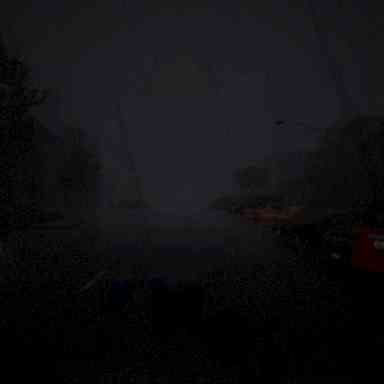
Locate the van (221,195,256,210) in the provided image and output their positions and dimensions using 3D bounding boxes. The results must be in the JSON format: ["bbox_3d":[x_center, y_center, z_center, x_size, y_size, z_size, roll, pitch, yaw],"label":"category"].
[{"bbox_3d":[6.456,1.486,46.033,4.442,1.987,1.878,1,-2,-20],"label":"van"}]

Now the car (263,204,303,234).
[{"bbox_3d":[6.381,1.539,16.655,4.792,1.488,2.163,1,0,-20],"label":"car"}]

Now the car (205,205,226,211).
[{"bbox_3d":[5.897,4.075,83.997,4.892,1.521,2.231,3,-5,-21],"label":"car"}]

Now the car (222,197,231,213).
[{"bbox_3d":[6.226,1.557,34.196,5.366,1.575,1.946,1,0,-20],"label":"car"}]

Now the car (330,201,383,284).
[{"bbox_3d":[6.444,1.241,7.874,5.566,2.045,2.435,1,0,-20],"label":"car"}]

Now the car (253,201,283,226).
[{"bbox_3d":[6.588,1.517,19.660,5.366,1.575,1.946,1,0,-20],"label":"car"}]

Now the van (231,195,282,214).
[{"bbox_3d":[6.300,1.327,31.281,4.442,1.987,1.878,1,0,-20],"label":"van"}]

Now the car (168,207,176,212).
[{"bbox_3d":[-5.688,4.944,93.448,1.994,1.385,4.181,0,-5,-1],"label":"car"}]

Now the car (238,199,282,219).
[{"bbox_3d":[6.588,1.535,25.521,5.366,1.575,1.946,1,0,-20],"label":"car"}]

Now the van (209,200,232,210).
[{"bbox_3d":[6.192,2.928,72.360,4.442,1.987,1.878,2,-5,-21],"label":"van"}]

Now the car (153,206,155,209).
[{"bbox_3d":[-11.780,3.467,77.572,4.553,1.767,2.185,1,-5,-21],"label":"car"}]

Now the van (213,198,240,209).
[{"bbox_3d":[6.336,2.112,60.657,4.442,1.987,1.878,2,-4,-21],"label":"van"}]

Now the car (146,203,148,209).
[{"bbox_3d":[-11.679,2.569,65.616,4.553,1.767,2.185,1,-4,-21],"label":"car"}]

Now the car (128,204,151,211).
[{"bbox_3d":[-11.760,3.398,74.568,4.674,1.452,2.002,1,-4,-21],"label":"car"}]

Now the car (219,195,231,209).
[{"bbox_3d":[6.367,1.323,37.188,5.566,2.045,2.435,1,0,-20],"label":"car"}]

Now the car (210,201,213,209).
[{"bbox_3d":[6.261,2.168,57.676,5.008,1.535,2.097,2,-3,-21],"label":"car"}]

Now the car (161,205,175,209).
[{"bbox_3d":[-5.407,3.658,77.215,1.895,1.301,4.718,0,-4,-1],"label":"car"}]

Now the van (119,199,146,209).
[{"bbox_3d":[-11.503,2.266,62.689,4.442,1.987,1.878,1,-4,-21],"label":"van"}]

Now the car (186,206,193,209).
[{"bbox_3d":[-0.620,4.582,89.955,1.882,1.535,5.008,0,-5,-1],"label":"car"}]

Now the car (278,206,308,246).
[{"bbox_3d":[6.406,1.504,13.728,4.892,1.521,2.231,1,0,-20],"label":"car"}]

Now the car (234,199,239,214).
[{"bbox_3d":[6.437,1.575,28.404,4.792,1.488,2.163,1,0,-20],"label":"car"}]

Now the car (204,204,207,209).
[{"bbox_3d":[6.047,3.370,75.227,5.008,1.535,2.097,2,-5,-21],"label":"car"}]

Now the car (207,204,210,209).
[{"bbox_3d":[6.125,2.972,69.371,4.674,1.452,2.002,2,-4,-21],"label":"car"}]

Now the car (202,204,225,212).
[{"bbox_3d":[5.829,4.324,89.882,5.566,2.045,2.435,3,-6,-21],"label":"car"}]

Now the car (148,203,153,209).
[{"bbox_3d":[-11.666,2.661,68.639,5.566,2.045,2.435,1,-5,-21],"label":"car"}]

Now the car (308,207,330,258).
[{"bbox_3d":[6.449,1.370,10.797,4.553,1.767,2.185,1,0,-20],"label":"car"}]

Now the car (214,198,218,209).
[{"bbox_3d":[6.333,1.795,48.908,4.892,1.521,2.231,2,-2,-20],"label":"car"}]

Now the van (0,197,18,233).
[{"bbox_3d":[-11.294,1.284,16.825,4.442,1.987,1.878,-1,0,-20],"label":"van"}]
